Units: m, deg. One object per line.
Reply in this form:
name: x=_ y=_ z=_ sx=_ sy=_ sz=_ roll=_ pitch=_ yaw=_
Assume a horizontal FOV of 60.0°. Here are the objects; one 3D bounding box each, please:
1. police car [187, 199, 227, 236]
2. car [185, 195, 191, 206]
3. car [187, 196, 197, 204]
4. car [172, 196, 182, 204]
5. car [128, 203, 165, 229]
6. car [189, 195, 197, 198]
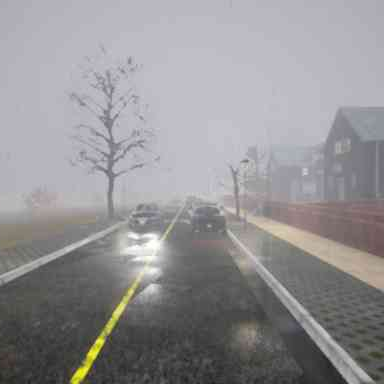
police car: x=0.826 y=1.411 z=18.565 sx=1.930 sy=1.638 sz=5.238 roll=0 pitch=0 yaw=0
car: x=0.001 y=1.328 z=53.060 sx=2.097 sy=1.767 sz=4.553 roll=0 pitch=0 yaw=0
car: x=0.002 y=1.508 z=66.285 sx=1.812 sy=1.442 sz=4.674 roll=0 pitch=0 yaw=0
car: x=-2.767 y=1.525 z=62.769 sx=2.033 sy=1.411 sz=5.357 roll=0 pitch=0 yaw=1
car: x=-2.849 y=1.475 z=21.532 sx=2.128 sy=1.511 sz=4.902 roll=0 pitch=0 yaw=0
car: x=0.826 y=1.434 z=34.645 sx=1.801 sy=1.575 sz=5.366 roll=0 pitch=0 yaw=0
